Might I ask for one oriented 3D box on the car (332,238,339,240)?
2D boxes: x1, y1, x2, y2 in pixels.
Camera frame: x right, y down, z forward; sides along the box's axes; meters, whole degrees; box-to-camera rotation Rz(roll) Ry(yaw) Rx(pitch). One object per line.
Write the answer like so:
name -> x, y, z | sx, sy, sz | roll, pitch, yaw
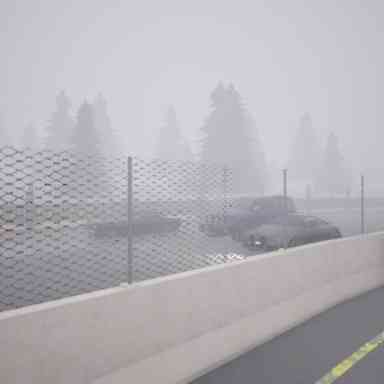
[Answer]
car -> 3.824, 1.549, 12.577 | 4.181, 1.385, 1.994 | 0, 0, -37
